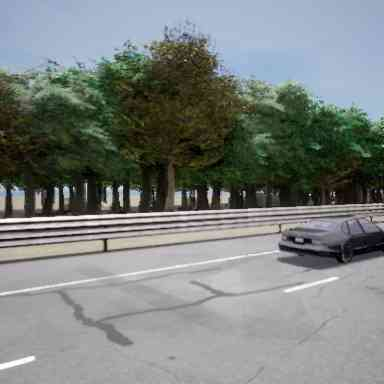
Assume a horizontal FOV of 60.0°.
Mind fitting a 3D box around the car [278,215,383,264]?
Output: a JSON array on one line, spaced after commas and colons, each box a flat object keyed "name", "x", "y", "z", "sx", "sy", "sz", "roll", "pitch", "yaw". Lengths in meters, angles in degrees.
[{"name": "car", "x": 5.411, "y": 1.552, "z": 11.897, "sx": 5.357, "sy": 1.411, "sz": 2.033, "roll": 0, "pitch": 0, "yaw": -35}]
